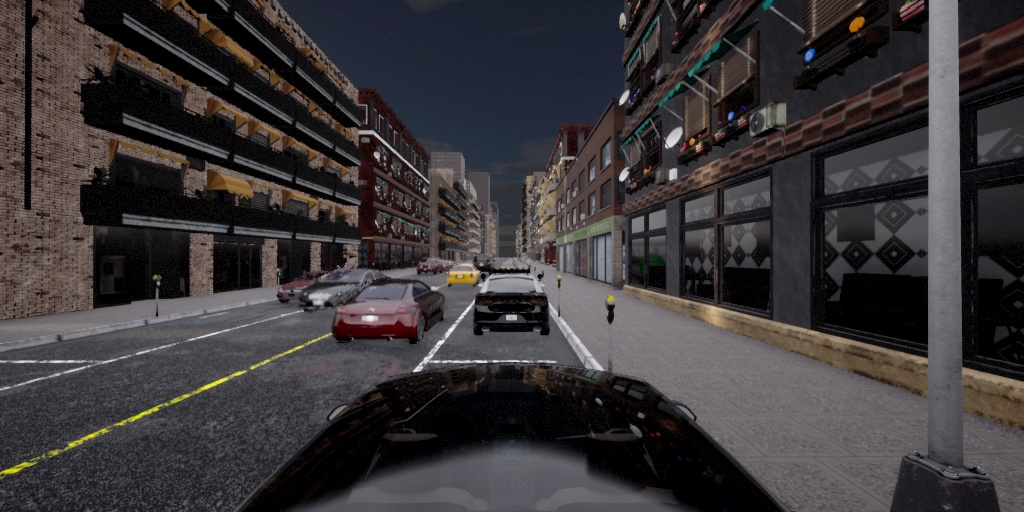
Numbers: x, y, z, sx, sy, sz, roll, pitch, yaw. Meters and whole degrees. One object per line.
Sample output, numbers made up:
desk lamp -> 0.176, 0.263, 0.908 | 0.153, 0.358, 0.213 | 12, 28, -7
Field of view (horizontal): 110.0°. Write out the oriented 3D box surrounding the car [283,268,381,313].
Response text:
car -> -6.247, 1.242, 14.023 | 2.128, 1.511, 4.902 | 0, 0, 0

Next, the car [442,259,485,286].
car -> -3.147, 1.205, 24.286 | 1.801, 1.575, 5.366 | 0, 0, 0

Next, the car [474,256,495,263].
car -> -3.041, 0.971, 38.507 | 2.150, 2.045, 5.566 | 0, 0, 0

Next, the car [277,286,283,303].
car -> -8.837, 1.333, 16.462 | 1.802, 1.307, 4.207 | 0, 0, 0

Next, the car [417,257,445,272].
car -> -8.837, 1.064, 39.007 | 2.192, 1.841, 5.009 | 0, 0, 0

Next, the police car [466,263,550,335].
police car -> -0.011, 1.175, 10.609 | 1.930, 1.638, 5.238 | 0, 0, 0

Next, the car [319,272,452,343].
car -> -3.048, 1.315, 9.708 | 1.994, 1.385, 4.181 | 0, 0, 0

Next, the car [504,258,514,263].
car -> -0.456, 1.275, 39.173 | 1.751, 1.417, 4.829 | 0, 0, 0
